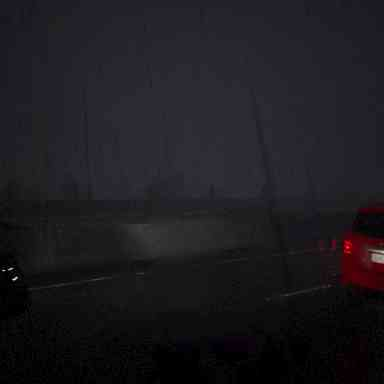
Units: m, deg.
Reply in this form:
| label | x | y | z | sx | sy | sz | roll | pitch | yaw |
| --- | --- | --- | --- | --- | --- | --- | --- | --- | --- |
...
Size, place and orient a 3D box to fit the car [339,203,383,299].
| label | x | y | z | sx | sy | sz | roll | pitch | yaw |
| --- | --- | --- | --- | --- | --- | --- | --- | --- | --- |
| car | 5.581 | 1.224 | 7.051 | 5.566 | 2.045 | 2.150 | 0 | 0 | -29 |

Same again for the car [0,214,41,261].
| label | x | y | z | sx | sy | sz | roll | pitch | yaw |
| --- | --- | --- | --- | --- | --- | --- | --- | --- | --- |
| car | -7.587 | 1.564 | 11.287 | 4.181 | 1.385 | 1.994 | 0 | 0 | -34 |

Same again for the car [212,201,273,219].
| label | x | y | z | sx | sy | sz | roll | pitch | yaw |
| --- | --- | --- | --- | --- | --- | --- | --- | --- | --- |
| car | 3.954 | 1.478 | 26.038 | 5.008 | 1.535 | 1.882 | 0 | 0 | -25 |

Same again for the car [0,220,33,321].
| label | x | y | z | sx | sy | sz | roll | pitch | yaw |
| --- | --- | --- | --- | --- | --- | --- | --- | --- | --- |
| car | -5.222 | 1.220 | 4.297 | 5.566 | 2.045 | 2.150 | 0 | 0 | -36 |
